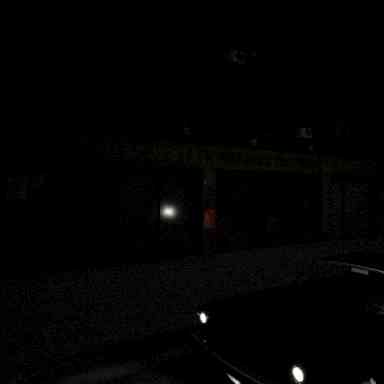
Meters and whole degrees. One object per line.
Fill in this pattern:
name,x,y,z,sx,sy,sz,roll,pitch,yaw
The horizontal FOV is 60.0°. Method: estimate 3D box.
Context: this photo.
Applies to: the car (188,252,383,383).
car,2.340,1.600,4.495,4.718,1.301,1.895,0,0,-31
